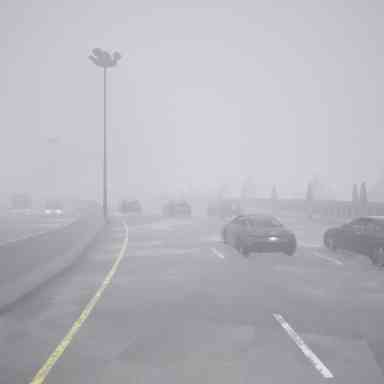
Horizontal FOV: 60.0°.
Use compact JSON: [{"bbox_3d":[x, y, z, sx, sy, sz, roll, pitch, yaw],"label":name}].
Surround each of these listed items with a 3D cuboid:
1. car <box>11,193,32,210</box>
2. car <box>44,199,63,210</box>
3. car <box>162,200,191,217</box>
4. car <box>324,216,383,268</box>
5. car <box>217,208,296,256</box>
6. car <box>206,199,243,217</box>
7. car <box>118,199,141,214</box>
[{"bbox_3d":[-22.780,1.219,44.441,2.150,2.045,5.566,0,0,-31],"label":"car"},{"bbox_3d":[-17.599,1.562,42.142,1.994,1.385,4.181,0,0,-28],"label":"car"},{"bbox_3d":[-1.528,1.489,31.095,2.128,1.511,4.902,0,0,-18],"label":"car"},{"bbox_3d":[6.270,1.525,11.200,1.812,1.442,4.674,0,0,-6],"label":"car"},{"bbox_3d":[2.489,1.563,13.263,1.994,1.385,4.181,0,0,-7],"label":"car"},{"bbox_3d":[2.778,1.350,28.918,2.097,1.767,4.553,0,0,-15],"label":"car"},{"bbox_3d":[-6.680,1.488,35.256,2.128,1.511,4.902,0,0,-21],"label":"car"}]
